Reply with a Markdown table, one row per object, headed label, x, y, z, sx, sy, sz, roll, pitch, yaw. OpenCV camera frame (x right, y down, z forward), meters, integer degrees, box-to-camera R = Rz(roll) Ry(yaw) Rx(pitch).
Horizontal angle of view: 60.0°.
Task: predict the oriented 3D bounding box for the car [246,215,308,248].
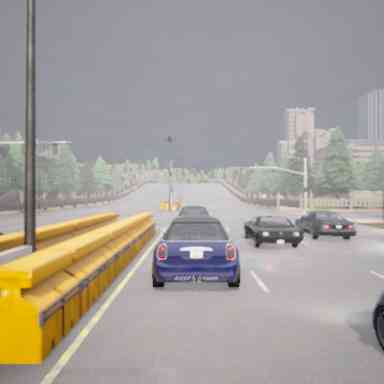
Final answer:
| label | x | y | z | sx | sy | sz | roll | pitch | yaw |
| --- | --- | --- | --- | --- | --- | --- | --- | --- | --- |
| car | 3.598 | 1.745 | 15.622 | 1.895 | 1.301 | 4.718 | 0 | -1 | 1 |

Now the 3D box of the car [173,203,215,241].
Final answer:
| label | x | y | z | sx | sy | sz | roll | pitch | yaw |
| --- | --- | --- | --- | --- | --- | --- | --- | --- | --- |
| car | 0.101 | 1.523 | 18.582 | 2.097 | 1.767 | 4.553 | 0 | -1 | 0 |

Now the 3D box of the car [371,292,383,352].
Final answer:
| label | x | y | z | sx | sy | sz | roll | pitch | yaw |
| --- | --- | --- | --- | --- | --- | --- | --- | --- | --- |
| car | 3.601 | 1.555 | 3.067 | 1.812 | 1.442 | 4.674 | 0 | -1 | 0 |

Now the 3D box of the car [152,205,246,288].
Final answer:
| label | x | y | z | sx | sy | sz | roll | pitch | yaw |
| --- | --- | --- | --- | --- | --- | --- | --- | --- | --- |
| car | 0.100 | 1.443 | 9.646 | 2.097 | 1.767 | 4.553 | 0 | 0 | 0 |

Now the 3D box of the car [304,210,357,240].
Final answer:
| label | x | y | z | sx | sy | sz | roll | pitch | yaw |
| --- | --- | --- | --- | --- | --- | --- | --- | --- | --- |
| car | 7.077 | 1.715 | 18.204 | 2.033 | 1.411 | 5.357 | 0 | -1 | 3 |
